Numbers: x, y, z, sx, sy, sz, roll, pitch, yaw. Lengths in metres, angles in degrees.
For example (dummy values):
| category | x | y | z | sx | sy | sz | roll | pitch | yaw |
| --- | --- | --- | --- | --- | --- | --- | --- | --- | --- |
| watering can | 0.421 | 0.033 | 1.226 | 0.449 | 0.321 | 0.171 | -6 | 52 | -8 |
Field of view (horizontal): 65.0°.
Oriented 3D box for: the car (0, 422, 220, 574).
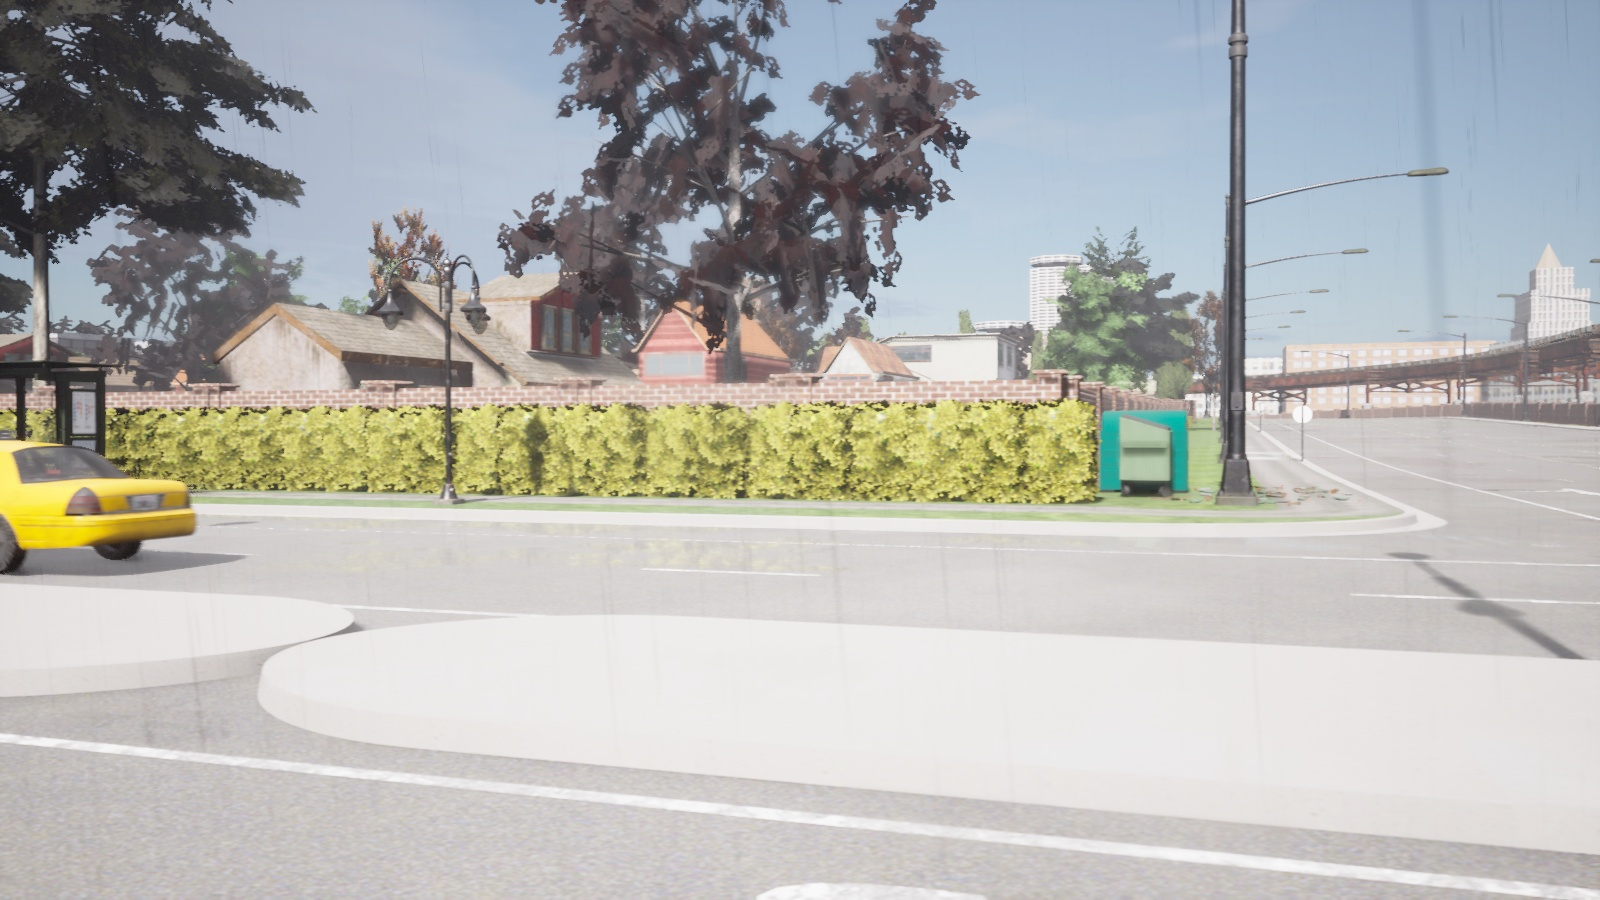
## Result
| category | x | y | z | sx | sy | sz | roll | pitch | yaw |
| --- | --- | --- | --- | --- | --- | --- | --- | --- | --- |
| car | -9.671 | 0.463 | 14.775 | 5.366 | 1.575 | 1.801 | 1 | 1 | 18 |
